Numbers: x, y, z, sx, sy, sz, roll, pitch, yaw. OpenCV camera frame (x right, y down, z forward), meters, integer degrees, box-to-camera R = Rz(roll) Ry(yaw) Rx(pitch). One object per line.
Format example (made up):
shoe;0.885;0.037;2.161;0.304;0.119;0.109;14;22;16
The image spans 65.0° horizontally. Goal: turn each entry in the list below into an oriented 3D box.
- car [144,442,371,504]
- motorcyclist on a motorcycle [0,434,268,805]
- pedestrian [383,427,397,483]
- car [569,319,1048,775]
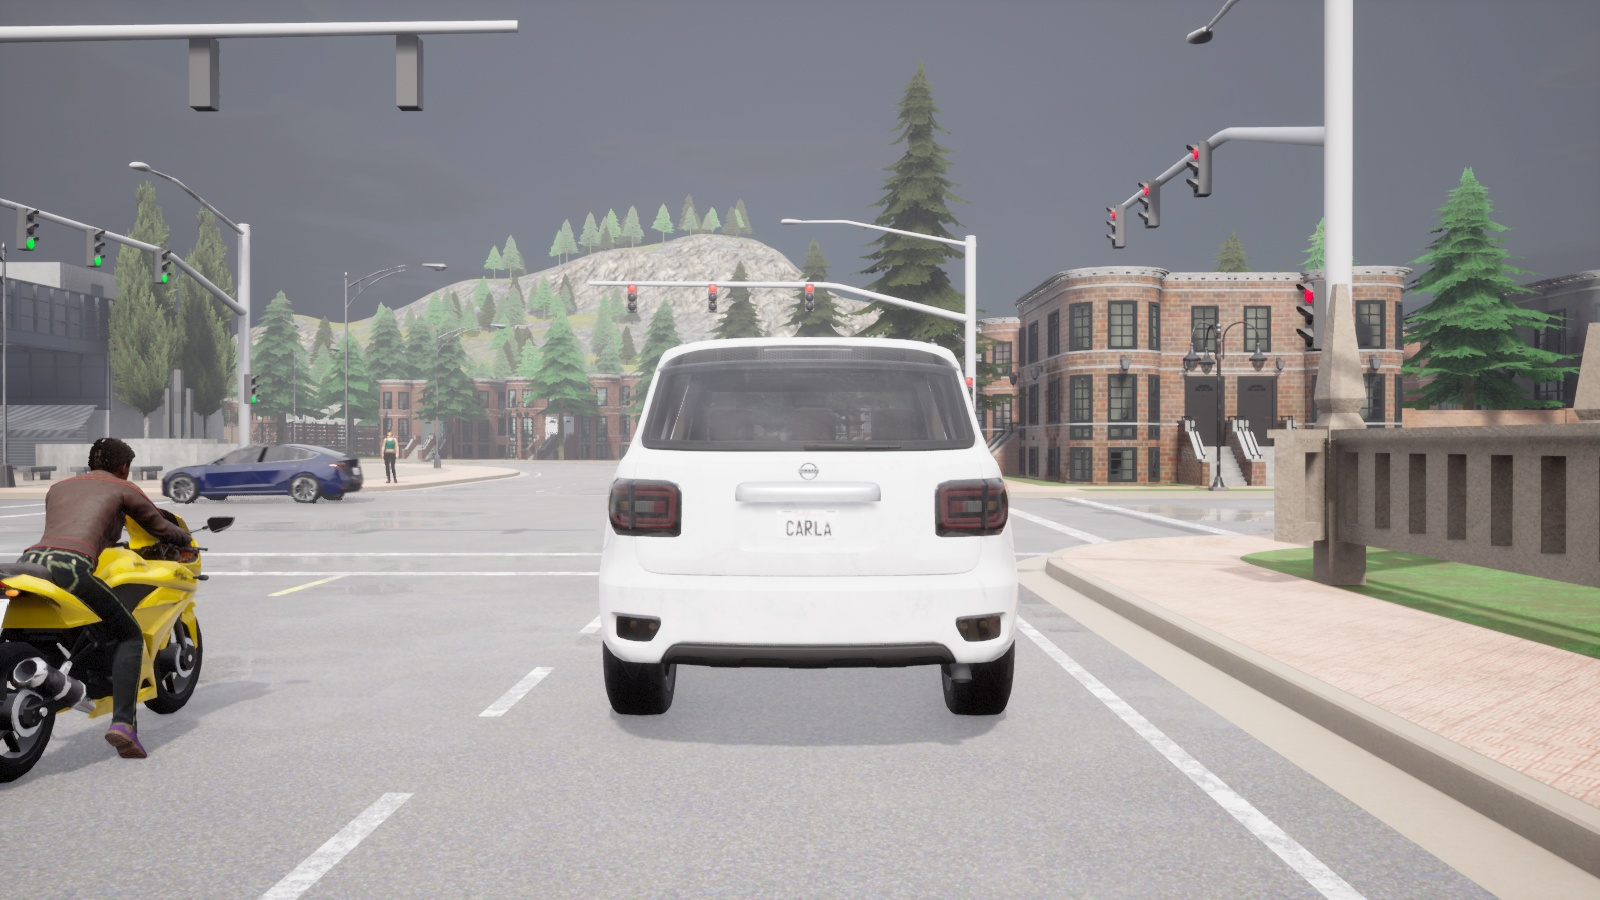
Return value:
car;-13.579;0.556;31.682;4.792;1.488;2.163;0;0;0
motorcyclist on a motorcycle;-3.453;0.691;6.178;0.797;1.523;2.044;0;0;0
pedestrian;-13.580;0.159;41.611;0.345;1.836;0.594;0;0;-7
car;0.058;0.418;8.421;2.150;2.045;5.566;0;0;0
